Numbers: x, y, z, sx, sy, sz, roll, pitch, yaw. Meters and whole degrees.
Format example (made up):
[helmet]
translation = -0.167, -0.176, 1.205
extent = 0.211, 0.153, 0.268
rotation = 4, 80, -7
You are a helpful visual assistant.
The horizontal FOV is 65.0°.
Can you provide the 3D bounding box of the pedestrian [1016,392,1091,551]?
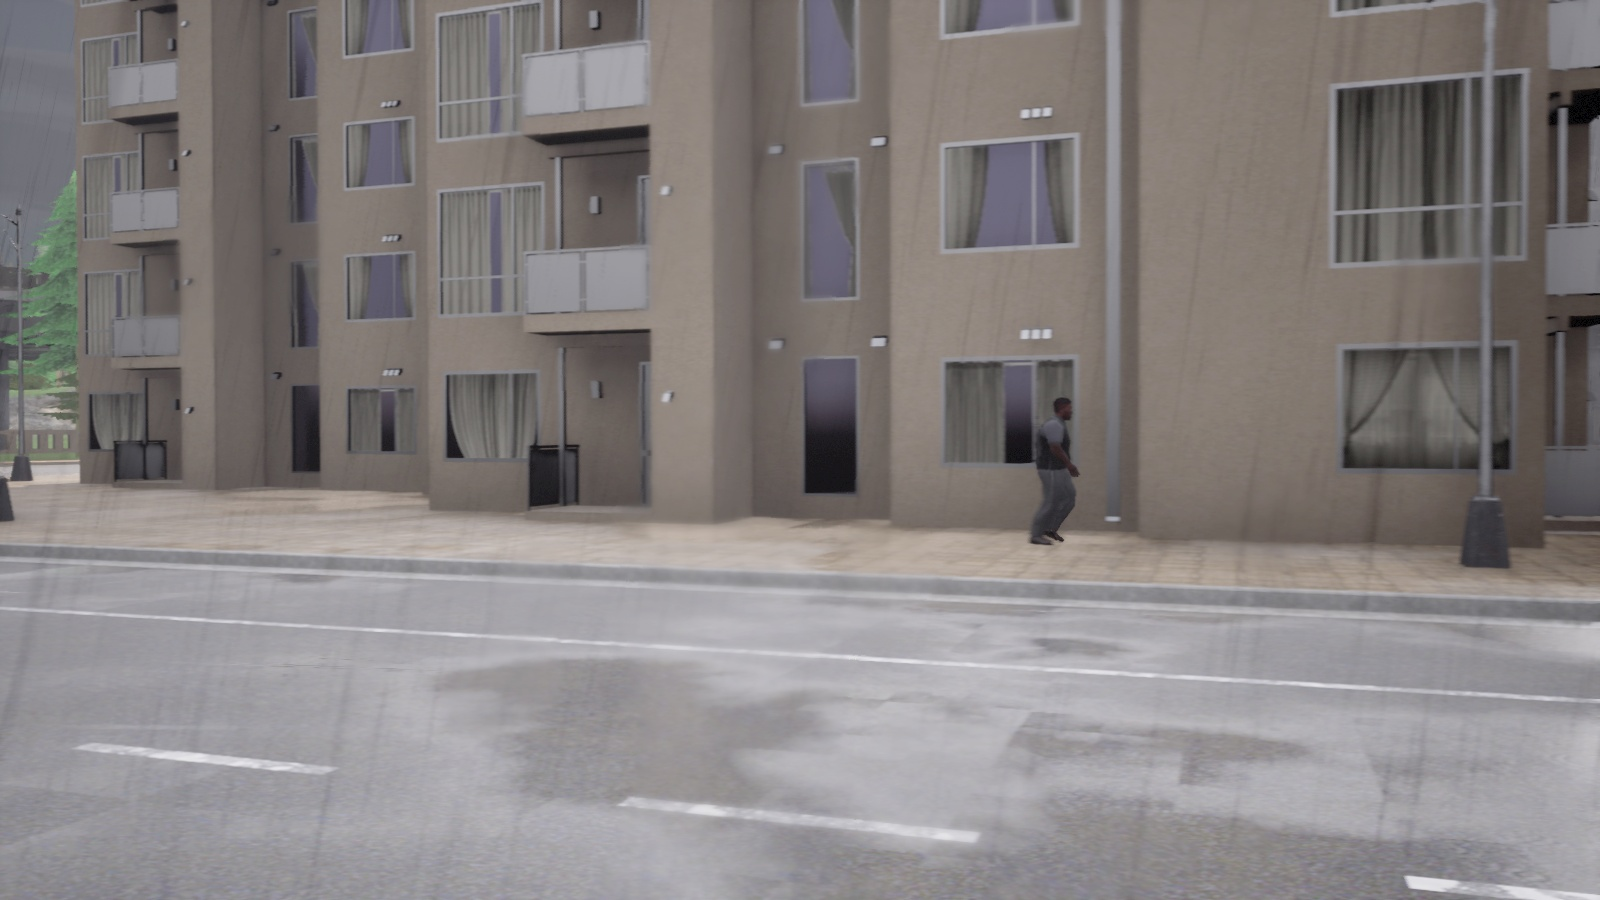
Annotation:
[pedestrian]
translation = 3.074, 0.249, 15.201
extent = 0.849, 1.883, 0.563
rotation = 1, 1, 15
